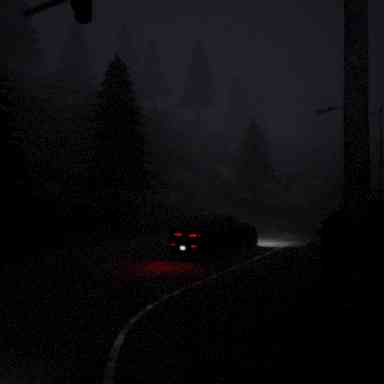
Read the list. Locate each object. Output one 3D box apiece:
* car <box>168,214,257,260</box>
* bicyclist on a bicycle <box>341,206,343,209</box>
[{"bbox_3d":[1.004,1.663,13.334,1.837,1.490,4.892,-1,-1,33],"label":"car"},{"bbox_3d":[7.944,1.509,16.979,1.656,1.620,0.582,-1,-1,32],"label":"bicyclist on a bicycle"}]
